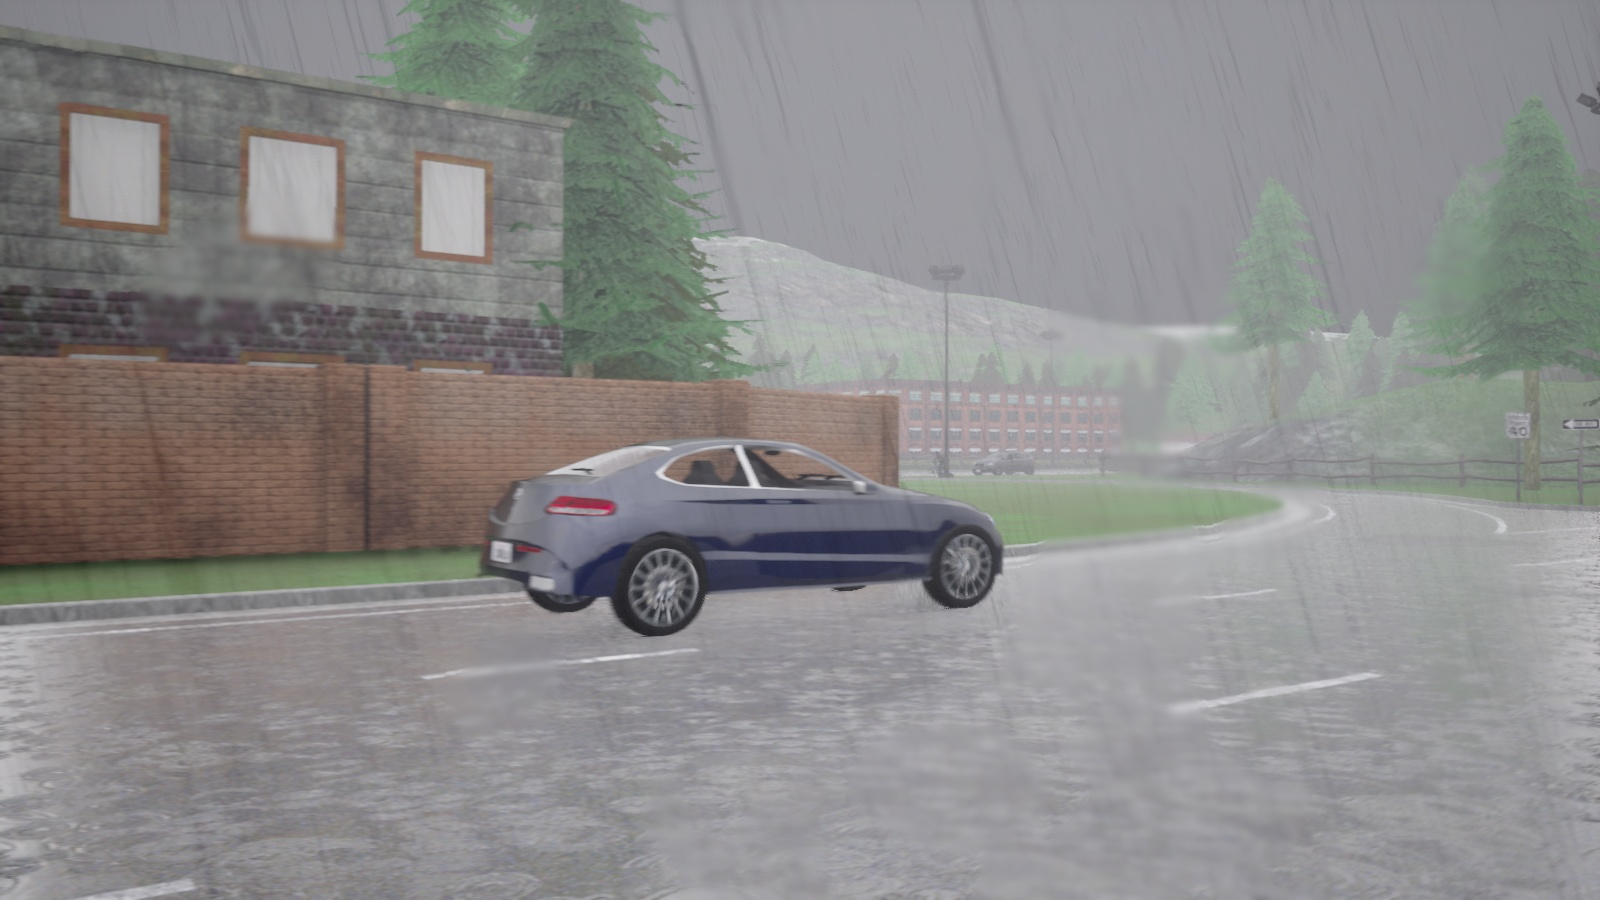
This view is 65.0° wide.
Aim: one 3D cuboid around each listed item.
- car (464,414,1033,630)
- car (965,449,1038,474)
[{"bbox_3d":[-0.367,0.553,11.933,5.027,1.651,2.152,0,0,-35],"label":"car"},{"bbox_3d":[13.691,0.769,85.179,4.611,1.667,2.242,0,0,-35],"label":"car"}]
